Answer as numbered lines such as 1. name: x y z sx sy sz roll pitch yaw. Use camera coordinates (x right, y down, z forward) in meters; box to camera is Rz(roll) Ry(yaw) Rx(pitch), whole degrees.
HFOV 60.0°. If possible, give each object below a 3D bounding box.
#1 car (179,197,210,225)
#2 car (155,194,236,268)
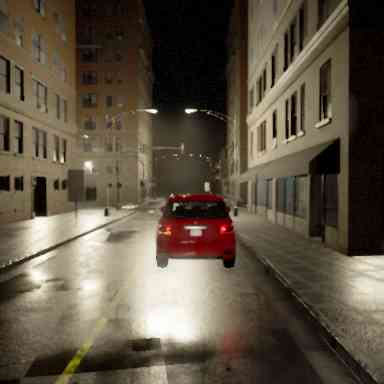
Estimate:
1. car: 0.118 1.151 22.412 1.882 1.535 5.008 0 1 -1
2. car: 0.107 1.060 10.780 2.150 2.045 5.566 0 1 0
